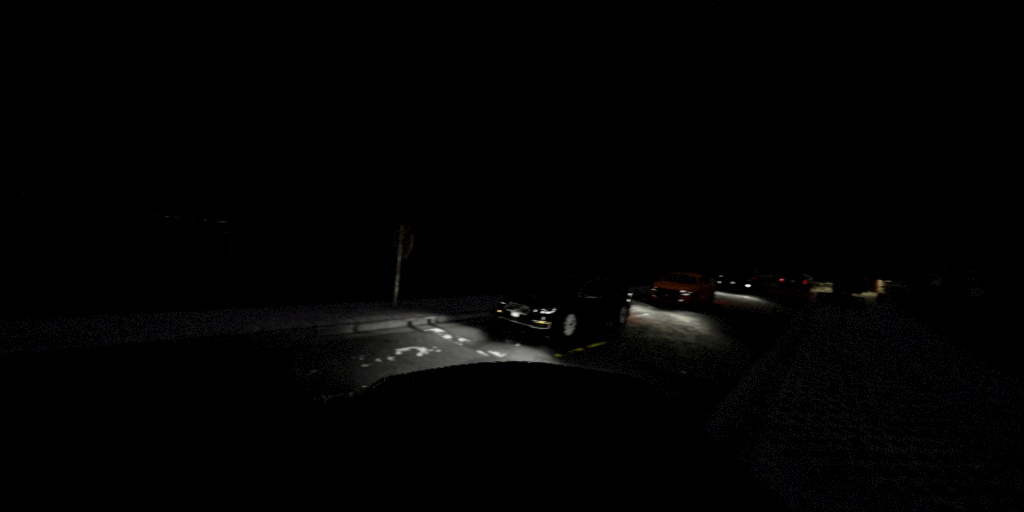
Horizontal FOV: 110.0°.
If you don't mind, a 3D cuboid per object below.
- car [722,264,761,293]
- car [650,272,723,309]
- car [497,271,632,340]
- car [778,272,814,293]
[{"bbox_3d":[18.159,1.699,28.438,2.150,2.045,5.566,7,3,42],"label":"car"},{"bbox_3d":[8.557,1.560,17.753,1.882,1.535,5.008,7,3,42],"label":"car"},{"bbox_3d":[1.707,1.204,10.082,1.837,1.490,4.892,7,2,42],"label":"car"},{"bbox_3d":[25.923,2.306,32.819,2.097,1.767,4.553,7,3,42],"label":"car"}]
